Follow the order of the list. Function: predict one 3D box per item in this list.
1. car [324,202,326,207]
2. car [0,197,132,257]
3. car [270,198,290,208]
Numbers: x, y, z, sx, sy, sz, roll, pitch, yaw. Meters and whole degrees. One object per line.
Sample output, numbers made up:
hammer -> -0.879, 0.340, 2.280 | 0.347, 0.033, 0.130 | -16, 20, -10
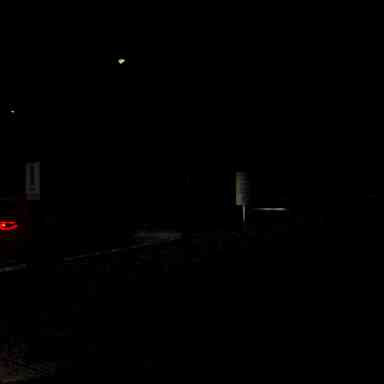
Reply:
car -> 21.055, 1.635, 49.100 | 1.895, 1.301, 4.718 | -1, -1, 35
car -> -4.821, 1.190, 12.618 | 2.150, 2.045, 5.566 | -1, 0, 35
car -> 13.083, 1.614, 49.095 | 1.812, 1.442, 4.674 | -1, -1, 35
